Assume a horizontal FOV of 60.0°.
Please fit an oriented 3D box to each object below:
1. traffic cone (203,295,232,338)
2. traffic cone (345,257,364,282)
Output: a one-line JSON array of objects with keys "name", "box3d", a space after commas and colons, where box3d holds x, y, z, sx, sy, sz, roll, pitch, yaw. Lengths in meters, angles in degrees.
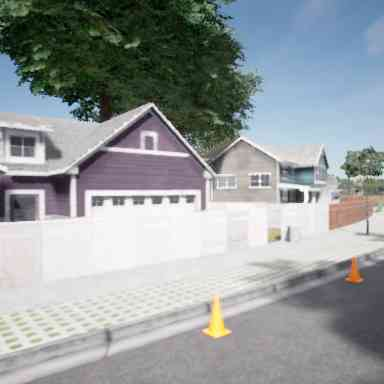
[{"name": "traffic cone", "box3d": [0.406, 1.964, 5.371, 0.340, 0.580, 0.340, 0, 0, -38]}, {"name": "traffic cone", "box3d": [4.142, 1.952, 8.486, 0.340, 0.580, 0.340, 0, 0, -41]}]
